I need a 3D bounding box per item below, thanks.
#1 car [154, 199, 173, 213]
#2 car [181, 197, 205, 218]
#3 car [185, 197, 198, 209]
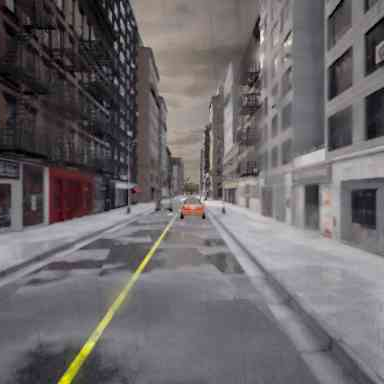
[{"bbox_3d":[-3.100,1.543,37.581,1.812,1.442,4.674,0,0,0],"label":"car"},{"bbox_3d":[0.078,1.356,29.698,2.097,1.767,4.553,0,0,0],"label":"car"},{"bbox_3d":[-0.012,1.554,48.474,1.837,1.490,4.892,0,0,0],"label":"car"}]
